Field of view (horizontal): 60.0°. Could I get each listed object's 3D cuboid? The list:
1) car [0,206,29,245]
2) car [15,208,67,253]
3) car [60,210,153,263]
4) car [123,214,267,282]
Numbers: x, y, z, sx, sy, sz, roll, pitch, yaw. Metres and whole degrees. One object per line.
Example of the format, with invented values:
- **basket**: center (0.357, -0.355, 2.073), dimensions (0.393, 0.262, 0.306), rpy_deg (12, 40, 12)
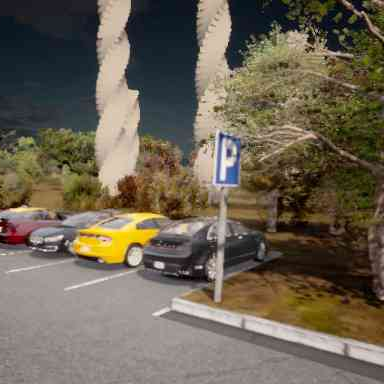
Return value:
- **car**: center (-6.068, 1.498, 14.772), dimensions (2.163, 1.488, 4.792), rpy_deg (0, 0, 36)
- **car**: center (-3.847, 1.476, 13.149), dimensions (2.231, 1.521, 4.892), rpy_deg (0, 0, 36)
- **car**: center (-1.617, 1.480, 11.534), dimensions (2.097, 1.535, 5.008), rpy_deg (0, 0, 36)
- **car**: center (0.620, 1.485, 9.927), dimensions (2.231, 1.521, 4.892), rpy_deg (0, 0, 36)
